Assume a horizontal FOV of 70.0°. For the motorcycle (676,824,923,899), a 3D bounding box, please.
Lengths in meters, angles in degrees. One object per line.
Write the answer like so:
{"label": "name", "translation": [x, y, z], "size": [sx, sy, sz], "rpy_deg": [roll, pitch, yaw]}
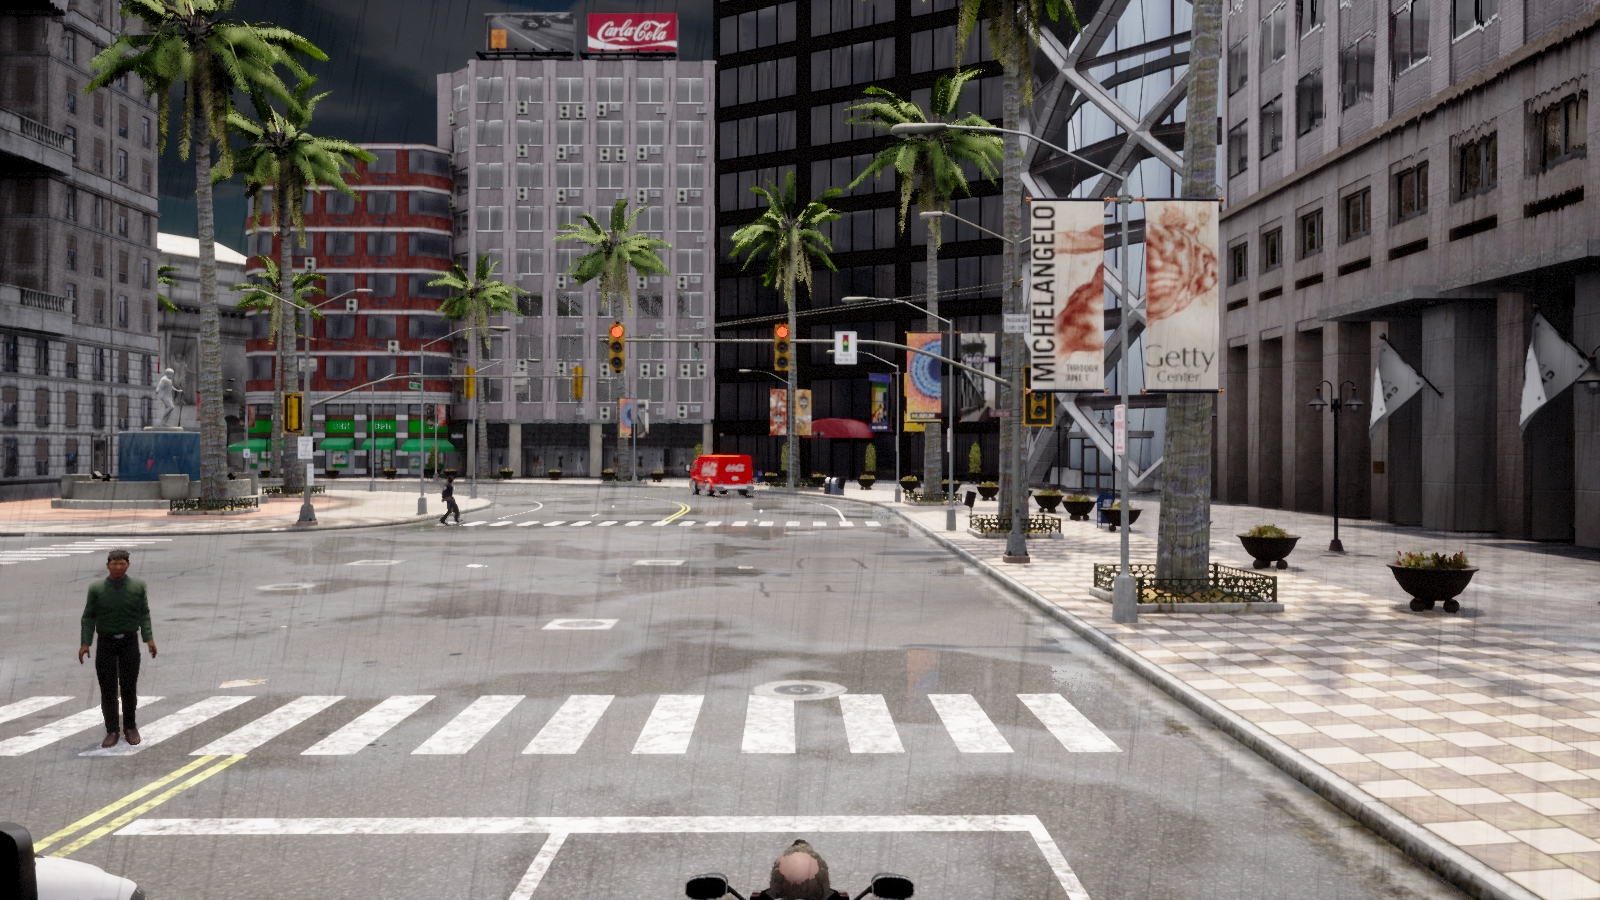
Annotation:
{"label": "motorcycle", "translation": [-0.001, 2.203, 3.717], "size": [0.867, 1.251, 2.209], "rpy_deg": [0, 0, 0]}

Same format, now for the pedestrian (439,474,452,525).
{"label": "pedestrian", "translation": [-13.076, 1.832, 42.125], "size": [0.375, 1.860, 0.375], "rpy_deg": [0, 0, -4]}

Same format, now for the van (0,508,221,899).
{"label": "van", "translation": [-3.507, 1.533, 1.998], "size": [1.988, 2.561, 5.915], "rpy_deg": [0, 0, 0]}

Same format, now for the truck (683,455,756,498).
{"label": "truck", "translation": [-4.940, 1.541, 69.244], "size": [2.627, 2.467, 5.204], "rpy_deg": [0, 0, -27]}

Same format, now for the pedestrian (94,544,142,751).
{"label": "pedestrian", "translation": [-6.436, 1.843, 10.788], "size": [0.375, 1.860, 0.375], "rpy_deg": [0, 0, -28]}
